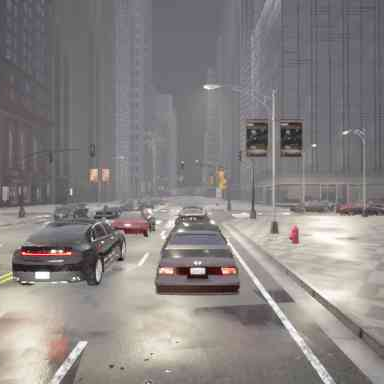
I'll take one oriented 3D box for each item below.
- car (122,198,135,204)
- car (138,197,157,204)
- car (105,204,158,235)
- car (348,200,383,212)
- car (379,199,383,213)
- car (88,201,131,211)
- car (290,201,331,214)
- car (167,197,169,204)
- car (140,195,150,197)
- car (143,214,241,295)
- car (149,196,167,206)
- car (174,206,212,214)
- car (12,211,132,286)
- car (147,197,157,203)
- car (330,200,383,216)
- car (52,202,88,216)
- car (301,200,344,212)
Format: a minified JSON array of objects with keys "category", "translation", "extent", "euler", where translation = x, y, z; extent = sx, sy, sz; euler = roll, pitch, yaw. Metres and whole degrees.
[{"category":"car","translation":[-9.849,1.732,50.923],"extent":[1.837,1.490,4.892],"euler":[0,0,-1]},{"category":"car","translation":[-6.459,1.766,46.947],"extent":[1.994,1.385,4.181],"euler":[0,0,-3]},{"category":"car","translation":[-3.147,1.601,18.338],"extent":[1.994,1.385,4.181],"euler":[0,0,0]},{"category":"car","translation":[20.832,1.642,38.930],"extent":[4.313,1.339,1.947],"euler":[0,0,-1]},{"category":"car","translation":[23.350,1.514,36.214],"extent":[5.008,1.535,1.882],"euler":[0,-1,-1]},{"category":"car","translation":[-6.599,1.675,27.106],"extent":[1.895,1.301,4.718],"euler":[0,0,0]},{"category":"car","translation":[12.863,1.635,36.051],"extent":[4.181,1.385,1.994],"euler":[0,-1,-2]},{"category":"car","translation":[-6.484,1.791,78.008],"extent":[2.097,1.767,4.553],"euler":[0,0,0]},{"category":"car","translation":[-9.737,1.582,68.817],"extent":[2.150,2.045,5.566],"euler":[0,0,0]},{"category":"car","translation":[0.108,1.557,8.853],"extent":[2.033,1.411,5.357],"euler":[0,0,0]},{"category":"car","translation":[-6.529,1.871,64.021],"extent":[2.033,1.411,5.357],"euler":[0,0,1]},{"category":"car","translation":[0.050,1.543,18.592],"extent":[1.837,1.490,4.892],"euler":[0,0,1]},{"category":"car","translation":[-3.149,1.516,9.437],"extent":[1.837,1.490,4.892],"euler":[0,0,0]},{"category":"car","translation":[-9.734,1.982,81.123],"extent":[1.812,1.442,4.674],"euler":[0,0,0]},{"category":"car","translation":[15.321,1.576,30.320],"extent":[4.206,1.307,1.802],"euler":[0,0,-1]},{"category":"car","translation":[-9.847,1.583,27.370],"extent":[1.837,1.490,4.892],"euler":[0,0,0]},{"category":"car","translation":[15.192,1.661,38.843],"extent":[4.313,1.339,1.947],"euler":[0,0,-1]}]
